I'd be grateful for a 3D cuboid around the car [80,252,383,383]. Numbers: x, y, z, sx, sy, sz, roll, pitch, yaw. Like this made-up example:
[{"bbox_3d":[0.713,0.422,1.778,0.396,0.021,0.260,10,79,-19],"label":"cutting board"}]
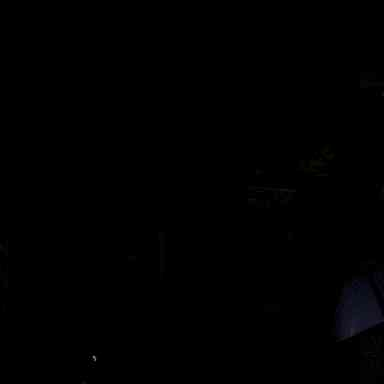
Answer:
[{"bbox_3d":[1.524,1.548,4.146,5.357,1.411,2.033,0,0,-35],"label":"car"}]
